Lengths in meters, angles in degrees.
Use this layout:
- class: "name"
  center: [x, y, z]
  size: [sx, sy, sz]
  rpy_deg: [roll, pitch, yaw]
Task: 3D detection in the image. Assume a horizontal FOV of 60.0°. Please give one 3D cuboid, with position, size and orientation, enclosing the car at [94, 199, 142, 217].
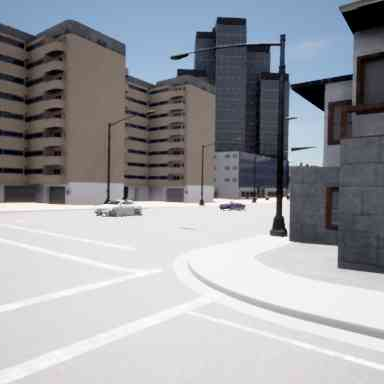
- class: "car"
  center: [-6.420, 1.400, 29.573]
  size: [1.812, 1.442, 4.674]
  rpy_deg: [2, 0, 36]

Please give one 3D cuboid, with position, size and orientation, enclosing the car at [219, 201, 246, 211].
- class: "car"
  center: [5.613, 1.898, 45.873]
  size: [1.895, 1.301, 4.718]
  rpy_deg: [2, 0, 37]
